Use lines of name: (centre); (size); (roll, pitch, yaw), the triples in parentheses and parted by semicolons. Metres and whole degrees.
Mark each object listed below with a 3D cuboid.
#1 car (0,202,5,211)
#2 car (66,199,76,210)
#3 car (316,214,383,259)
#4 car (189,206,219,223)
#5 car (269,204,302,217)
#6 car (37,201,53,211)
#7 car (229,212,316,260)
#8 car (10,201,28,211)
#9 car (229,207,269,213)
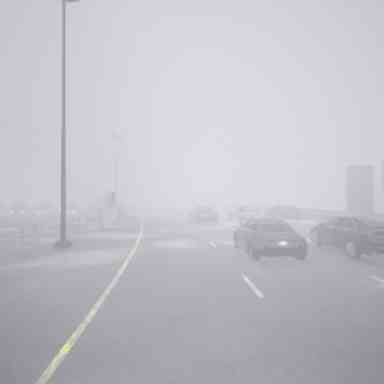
car: (-29.398, 2.146, 49.719); (2.033, 1.411, 5.357); (0, -1, -17)
car: (-19.528, 2.179, 53.099); (1.994, 1.385, 4.181); (0, -1, -18)
car: (6.408, 1.638, 13.201); (1.837, 1.490, 4.892); (0, 0, -4)
car: (0.964, 1.877, 28.897); (1.994, 1.385, 4.181); (0, 0, -9)
car: (7.946, 1.798, 29.552); (2.128, 1.511, 4.902); (0, -1, -9)
car: (-22.560, 2.149, 51.281); (2.033, 1.411, 5.357); (0, -1, -17)
car: (2.905, 1.703, 13.111); (1.994, 1.385, 4.181); (0, 0, -4)
car: (-25.840, 2.098, 49.878); (1.837, 1.490, 4.892); (0, -1, -18)
car: (4.577, 1.901, 28.472); (1.895, 1.301, 4.718); (0, -1, -9)
